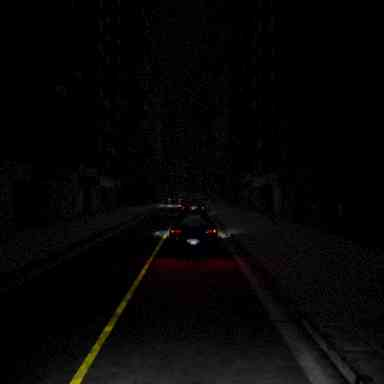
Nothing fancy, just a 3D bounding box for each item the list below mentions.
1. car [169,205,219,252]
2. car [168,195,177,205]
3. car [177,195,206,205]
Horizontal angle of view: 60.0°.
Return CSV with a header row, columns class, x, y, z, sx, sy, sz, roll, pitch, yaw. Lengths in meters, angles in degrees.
class,x,y,z,sx,sy,sz,roll,pitch,yaw
car,0.075,1.491,13.550,1.812,1.442,4.674,0,0,1
car,-2.716,1.214,54.377,2.097,1.767,4.553,0,0,1
car,0.097,1.282,27.821,2.097,1.767,4.553,0,0,1
